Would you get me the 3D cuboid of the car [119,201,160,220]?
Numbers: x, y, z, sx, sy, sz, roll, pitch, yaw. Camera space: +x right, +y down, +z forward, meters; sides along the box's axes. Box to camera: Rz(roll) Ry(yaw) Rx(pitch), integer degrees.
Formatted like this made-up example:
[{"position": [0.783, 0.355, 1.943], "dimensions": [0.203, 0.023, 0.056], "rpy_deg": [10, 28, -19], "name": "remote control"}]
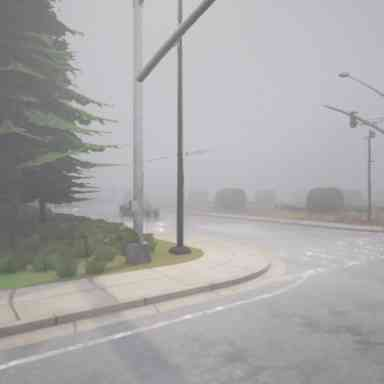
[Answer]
[{"position": [-4.513, 1.483, 27.918], "dimensions": [1.882, 1.535, 5.008], "rpy_deg": [0, 0, -34], "name": "car"}]
